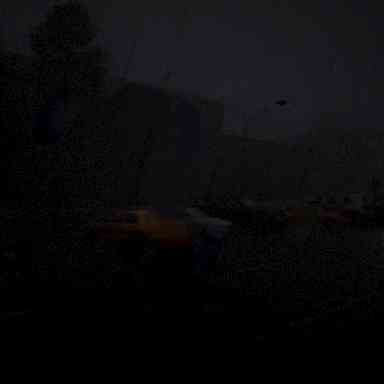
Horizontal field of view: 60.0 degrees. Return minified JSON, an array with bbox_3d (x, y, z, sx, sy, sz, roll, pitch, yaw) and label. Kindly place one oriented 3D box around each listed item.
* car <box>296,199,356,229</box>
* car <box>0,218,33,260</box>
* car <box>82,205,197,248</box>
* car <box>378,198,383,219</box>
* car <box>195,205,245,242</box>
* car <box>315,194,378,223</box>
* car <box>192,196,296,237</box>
[{"bbox_3d":[7.412,1.449,21.633,5.366,1.575,1.946,-1,-1,35],"label":"car"},{"bbox_3d":[-7.391,1.521,11.269,4.792,1.488,2.163,-1,-1,35],"label":"car"},{"bbox_3d":[-2.681,1.493,14.867,5.366,1.575,1.946,-1,0,35],"label":"car"},{"bbox_3d":[12.125,1.435,25.233,4.792,1.488,2.163,-1,0,35],"label":"car"},{"bbox_3d":[-0.081,1.530,16.513,4.674,1.452,2.002,-1,-1,34],"label":"car"},{"bbox_3d":[9.679,1.182,23.494,5.566,2.045,2.435,-1,0,35],"label":"car"},{"bbox_3d":[2.394,1.234,18.242,5.566,2.045,2.435,-1,-1,35],"label":"car"}]
